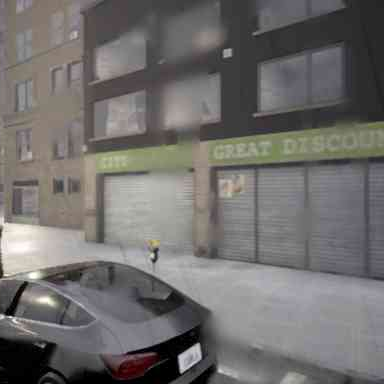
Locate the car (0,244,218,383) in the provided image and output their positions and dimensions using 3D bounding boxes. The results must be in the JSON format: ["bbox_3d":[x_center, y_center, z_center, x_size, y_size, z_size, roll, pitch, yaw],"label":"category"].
[{"bbox_3d":[-1.709,1.583,4.300,4.313,1.339,1.947,0,0,35],"label":"car"}]

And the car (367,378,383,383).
[{"bbox_3d":[2.788,1.543,1.094,4.403,1.369,2.008,0,0,35],"label":"car"}]
